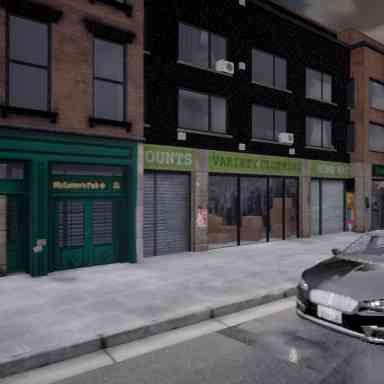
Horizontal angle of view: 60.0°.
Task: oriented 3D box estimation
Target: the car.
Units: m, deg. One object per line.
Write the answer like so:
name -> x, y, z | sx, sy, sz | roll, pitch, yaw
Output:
car -> 3.974, 1.492, 6.209 | 4.902, 1.511, 2.128 | 0, 0, -35
